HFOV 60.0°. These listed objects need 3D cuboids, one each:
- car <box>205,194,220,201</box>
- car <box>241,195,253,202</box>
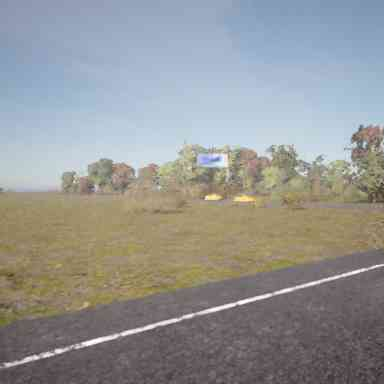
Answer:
[{"bbox_3d":[4.911,1.185,76.085,1.882,1.535,5.008,0,0,-34],"label":"car"},{"bbox_3d":[10.316,1.319,68.049,1.882,1.535,5.008,0,0,-33],"label":"car"}]
